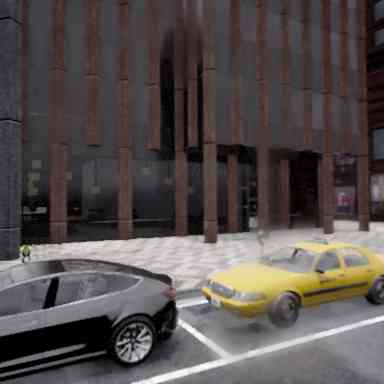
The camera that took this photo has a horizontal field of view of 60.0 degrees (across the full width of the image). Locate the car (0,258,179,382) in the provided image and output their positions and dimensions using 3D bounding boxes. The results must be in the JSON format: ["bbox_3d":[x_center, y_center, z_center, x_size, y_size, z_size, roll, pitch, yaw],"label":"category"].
[{"bbox_3d":[-2.276,1.701,4.657,4.313,1.339,1.947,0,-2,-28],"label":"car"}]

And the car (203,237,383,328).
[{"bbox_3d":[2.566,1.691,7.193,4.829,1.417,1.752,0,-2,-28],"label":"car"}]
